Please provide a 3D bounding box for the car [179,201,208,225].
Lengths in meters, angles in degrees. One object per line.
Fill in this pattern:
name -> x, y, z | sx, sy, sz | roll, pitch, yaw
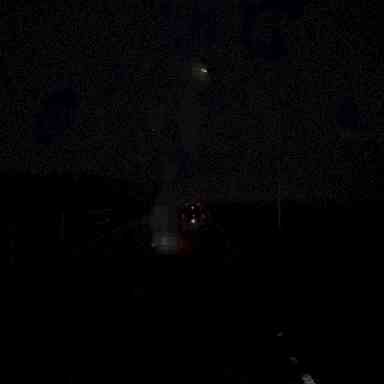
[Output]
car -> 0.094, 1.517, 22.870 | 1.895, 1.301, 4.718 | 0, 0, 0

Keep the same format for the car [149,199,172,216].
car -> -2.856, 1.381, 31.120 | 2.128, 1.511, 4.902 | 0, 0, 0

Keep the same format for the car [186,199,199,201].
car -> 0.090, 1.472, 39.844 | 1.895, 1.301, 4.718 | 0, 0, 0
